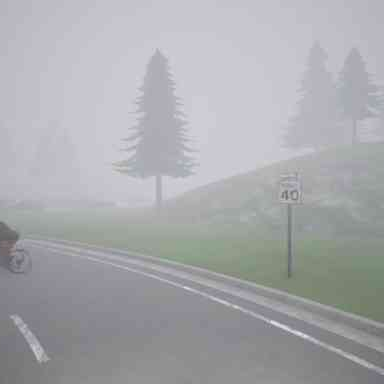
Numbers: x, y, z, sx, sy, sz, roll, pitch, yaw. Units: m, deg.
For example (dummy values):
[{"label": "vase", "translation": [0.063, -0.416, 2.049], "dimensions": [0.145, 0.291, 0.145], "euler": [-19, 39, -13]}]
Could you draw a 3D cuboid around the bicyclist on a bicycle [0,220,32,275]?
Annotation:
[{"label": "bicyclist on a bicycle", "translation": [-5.126, 1.419, 8.853], "dimensions": [1.656, 1.620, 0.582], "euler": [-1, 1, -5]}]

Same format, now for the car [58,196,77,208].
[{"label": "car", "translation": [-15.729, 1.491, 47.037], "dimensions": [2.128, 1.511, 4.902], "euler": [0, 0, 38]}]

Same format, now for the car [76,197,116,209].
[{"label": "car", "translation": [-12.733, 1.601, 45.191], "dimensions": [1.895, 1.301, 4.718], "euler": [0, 0, 38]}]

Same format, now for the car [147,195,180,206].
[{"label": "car", "translation": [-4.741, 1.352, 55.455], "dimensions": [2.097, 1.767, 4.553], "euler": [0, 0, 38]}]

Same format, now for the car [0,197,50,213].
[{"label": "car", "translation": [-18.875, 1.525, 37.285], "dimensions": [1.812, 1.442, 4.674], "euler": [0, 0, 38]}]

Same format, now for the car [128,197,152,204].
[{"label": "car", "translation": [-10.215, 1.600, 65.457], "dimensions": [1.895, 1.301, 4.718], "euler": [0, 0, 38]}]

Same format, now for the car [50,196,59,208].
[{"label": "car", "translation": [-19.108, 1.352, 48.387], "dimensions": [2.097, 1.767, 4.553], "euler": [0, 0, 39]}]

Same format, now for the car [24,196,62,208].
[{"label": "car", "translation": [-22.318, 1.477, 49.957], "dimensions": [1.882, 1.535, 5.008], "euler": [0, 0, 38]}]

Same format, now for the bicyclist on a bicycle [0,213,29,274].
[{"label": "bicyclist on a bicycle", "translation": [-5.621, 1.442, 9.427], "dimensions": [1.656, 1.620, 0.582], "euler": [-1, 0, -5]}]

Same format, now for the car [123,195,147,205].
[{"label": "car", "translation": [-10.161, 1.351, 59.865], "dimensions": [2.097, 1.767, 4.553], "euler": [0, 0, 38]}]
